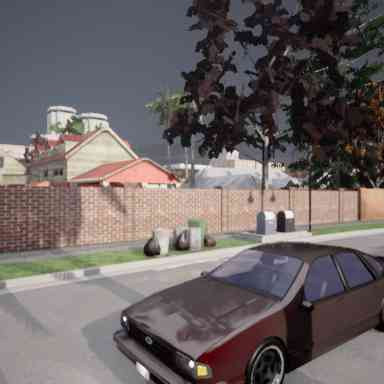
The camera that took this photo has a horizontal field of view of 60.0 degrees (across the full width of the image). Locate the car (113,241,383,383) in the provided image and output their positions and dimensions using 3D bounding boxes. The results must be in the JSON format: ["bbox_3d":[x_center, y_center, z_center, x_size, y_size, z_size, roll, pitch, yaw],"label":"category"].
[{"bbox_3d":[1.581,1.546,5.219,5.357,1.411,2.033,0,0,-37],"label":"car"}]
